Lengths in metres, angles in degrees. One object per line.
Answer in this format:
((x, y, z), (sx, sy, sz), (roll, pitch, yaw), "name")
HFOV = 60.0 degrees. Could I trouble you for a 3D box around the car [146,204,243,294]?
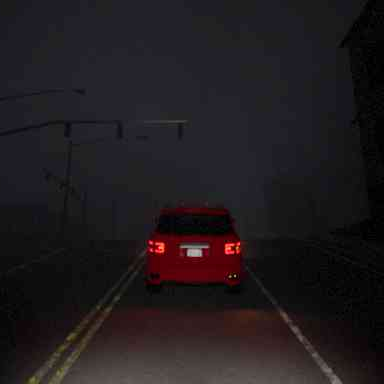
((0.082, 1.339, 9.302), (2.150, 2.045, 5.566), (1, -1, 1), "car")
